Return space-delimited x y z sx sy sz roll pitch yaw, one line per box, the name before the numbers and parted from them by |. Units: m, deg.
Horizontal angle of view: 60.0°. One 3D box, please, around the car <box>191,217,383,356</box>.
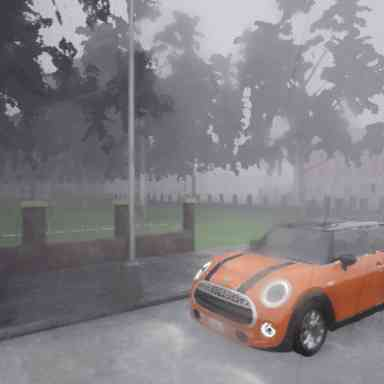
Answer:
car | 2.184 1.338 6.160 4.553 1.767 2.097 0 0 -36
